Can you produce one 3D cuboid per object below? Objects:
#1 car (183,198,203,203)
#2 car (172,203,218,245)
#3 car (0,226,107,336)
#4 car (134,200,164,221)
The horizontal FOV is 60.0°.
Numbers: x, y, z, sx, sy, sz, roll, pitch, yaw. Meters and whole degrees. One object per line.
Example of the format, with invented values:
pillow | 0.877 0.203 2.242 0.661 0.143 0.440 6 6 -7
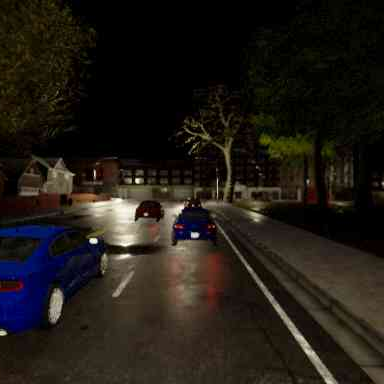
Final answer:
car | 0.114 1.346 33.786 2.033 1.411 5.357 0 0 0
car | 0.108 1.420 14.694 1.812 1.442 4.674 0 0 0
car | -3.145 1.427 6.809 1.882 1.535 5.008 0 0 0
car | -3.138 1.360 24.945 1.812 1.442 4.674 0 0 0
